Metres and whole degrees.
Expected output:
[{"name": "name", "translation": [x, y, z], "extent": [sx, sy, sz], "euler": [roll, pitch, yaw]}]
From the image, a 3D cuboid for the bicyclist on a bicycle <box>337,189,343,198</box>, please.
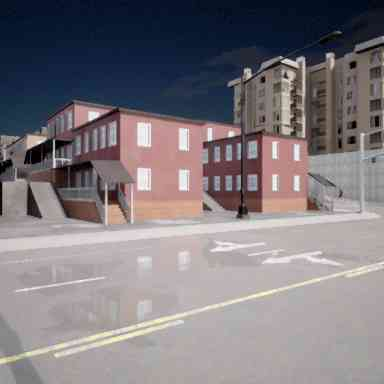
[{"name": "bicyclist on a bicycle", "translation": [24.489, 0.277, 54.792], "extent": [1.656, 1.620, 0.582], "euler": [0, 6, -35]}]
